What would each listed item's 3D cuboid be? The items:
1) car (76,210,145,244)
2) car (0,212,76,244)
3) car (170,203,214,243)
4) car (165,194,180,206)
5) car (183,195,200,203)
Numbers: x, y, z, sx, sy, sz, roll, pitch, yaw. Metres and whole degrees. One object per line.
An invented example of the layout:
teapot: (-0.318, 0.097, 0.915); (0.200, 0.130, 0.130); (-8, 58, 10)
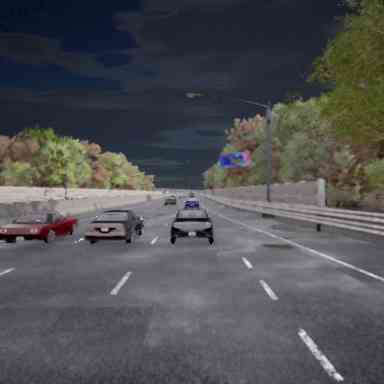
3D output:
car: (-3.494, 1.556, 15.872); (2.033, 1.411, 5.357); (0, 0, 0)
car: (-6.991, 1.610, 15.760); (1.895, 1.301, 4.718); (0, 0, 0)
car: (0.009, 1.501, 16.057); (2.128, 1.511, 4.902); (0, 0, 0)
car: (-3.480, 1.538, 55.403); (1.837, 1.490, 4.892); (0, 0, 0)
car: (0.017, 1.504, 45.242); (1.882, 1.535, 5.008); (0, 0, 0)
